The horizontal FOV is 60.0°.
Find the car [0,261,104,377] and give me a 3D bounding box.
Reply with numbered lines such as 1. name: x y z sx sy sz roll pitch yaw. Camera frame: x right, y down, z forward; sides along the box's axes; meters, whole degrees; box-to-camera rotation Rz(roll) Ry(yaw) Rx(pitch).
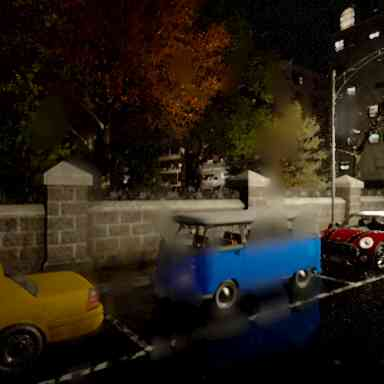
1. car: -3.580 1.530 3.996 4.829 1.417 1.752 0 1 -36

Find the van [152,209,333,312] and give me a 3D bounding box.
1. van: 1.128 1.310 7.352 3.998 1.788 1.690 0 1 -36

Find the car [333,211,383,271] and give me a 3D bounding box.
1. car: 5.697 1.374 10.615 4.097 1.590 1.967 0 1 -36
